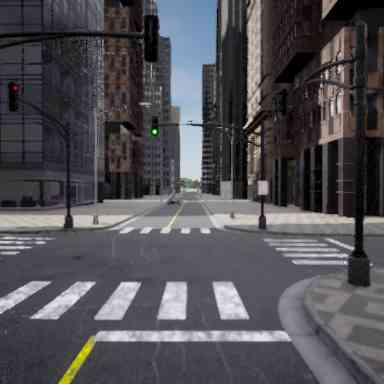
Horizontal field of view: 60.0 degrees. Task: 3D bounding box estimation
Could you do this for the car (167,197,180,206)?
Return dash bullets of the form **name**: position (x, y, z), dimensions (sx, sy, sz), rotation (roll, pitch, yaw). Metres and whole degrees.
- **car**: position (-3.000, 1.493, 54.739), dimensions (1.994, 1.385, 4.181), rotation (0, 0, 0)
